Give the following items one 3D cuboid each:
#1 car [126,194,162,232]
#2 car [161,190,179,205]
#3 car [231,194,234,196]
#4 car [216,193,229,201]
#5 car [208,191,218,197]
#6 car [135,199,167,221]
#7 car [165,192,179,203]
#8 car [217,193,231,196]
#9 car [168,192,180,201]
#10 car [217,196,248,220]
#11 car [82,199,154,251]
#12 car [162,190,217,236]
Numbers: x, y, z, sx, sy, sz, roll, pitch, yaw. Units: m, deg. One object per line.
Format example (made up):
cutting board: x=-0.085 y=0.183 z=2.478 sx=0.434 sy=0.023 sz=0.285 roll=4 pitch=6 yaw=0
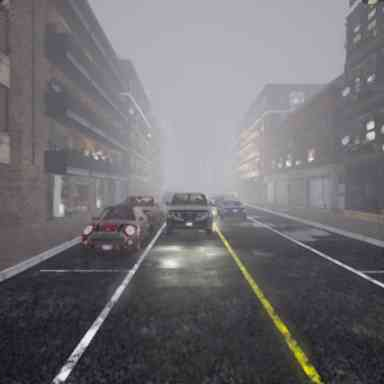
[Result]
car: x=-2.831 y=1.069 z=18.498 sx=2.192 sy=1.841 sz=5.009 roll=0 pitch=1 yaw=0
car: x=-3.030 y=0.711 z=46.677 sx=2.192 sy=1.841 sz=5.009 roll=0 pitch=1 yaw=0
car: x=5.347 y=0.955 z=46.905 sx=1.752 sy=1.417 sz=4.829 roll=0 pitch=1 yaw=0
car: x=5.269 y=0.832 z=58.006 sx=1.887 sy=1.381 sz=4.507 roll=0 pitch=1 yaw=0
car: x=5.111 y=0.549 z=80.548 sx=2.008 sy=1.369 sz=4.403 roll=0 pitch=1 yaw=0
car: x=-2.874 y=1.265 z=24.137 sx=1.802 sy=1.307 sz=4.206 roll=0 pitch=1 yaw=0
car: x=-3.071 y=0.764 z=52.313 sx=1.967 sy=1.590 sz=4.097 roll=0 pitch=1 yaw=0
car: x=2.745 y=1.089 z=37.231 sx=2.033 sy=1.411 sz=5.357 roll=0 pitch=1 yaw=0
car: x=-3.111 y=0.797 z=57.951 sx=1.887 sy=1.381 sz=4.507 roll=0 pitch=1 yaw=0
car: x=2.860 y=1.250 z=24.545 sx=2.033 sy=1.411 sz=5.357 roll=0 pitch=1 yaw=0
car: x=-2.793 y=1.265 z=12.864 sx=1.967 sy=1.590 sz=4.097 roll=0 pitch=1 yaw=0
car: x=-0.134 y=1.002 z=17.187 sx=2.150 sy=2.045 sz=5.566 roll=0 pitch=1 yaw=0
